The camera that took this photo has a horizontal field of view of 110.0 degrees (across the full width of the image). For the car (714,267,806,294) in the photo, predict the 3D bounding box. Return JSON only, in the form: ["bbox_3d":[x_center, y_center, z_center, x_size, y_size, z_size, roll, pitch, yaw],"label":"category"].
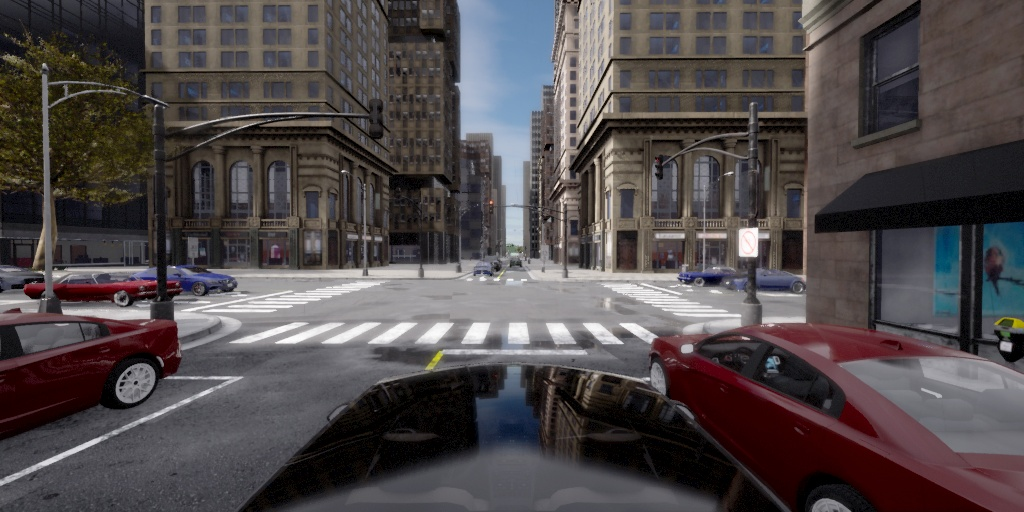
[{"bbox_3d":[14.643,1.418,21.033,4.181,1.385,1.994,0,1,1],"label":"car"}]

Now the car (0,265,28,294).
[{"bbox_3d":[-25.844,1.135,17.956,4.181,1.385,1.994,0,1,0],"label":"car"}]

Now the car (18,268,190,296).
[{"bbox_3d":[-16.387,1.296,14.596,4.718,1.301,1.895,0,1,1],"label":"car"}]

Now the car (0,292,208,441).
[{"bbox_3d":[-5.755,1.295,3.404,1.888,1.381,4.507,0,0,0],"label":"car"}]

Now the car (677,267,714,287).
[{"bbox_3d":[13.819,1.400,24.292,4.718,1.301,1.895,0,1,1],"label":"car"}]

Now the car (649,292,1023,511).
[{"bbox_3d":[2.771,1.294,3.333,1.888,1.381,4.507,0,0,0],"label":"car"}]

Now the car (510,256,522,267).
[{"bbox_3d":[0.691,1.086,64.999,2.097,1.767,4.553,0,0,1],"label":"car"}]

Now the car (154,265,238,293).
[{"bbox_3d":[-16.362,1.173,17.865,4.674,1.442,1.812,0,1,1],"label":"car"}]

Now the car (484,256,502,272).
[{"bbox_3d":[-2.695,0.959,46.371,2.150,2.045,5.566,0,0,1],"label":"car"}]

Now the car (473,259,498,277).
[{"bbox_3d":[-2.794,1.288,36.185,2.033,1.411,5.357,0,0,0],"label":"car"}]

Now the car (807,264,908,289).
[{"bbox_3d":[23.178,1.357,24.202,5.008,1.535,1.882,0,1,0],"label":"car"}]
